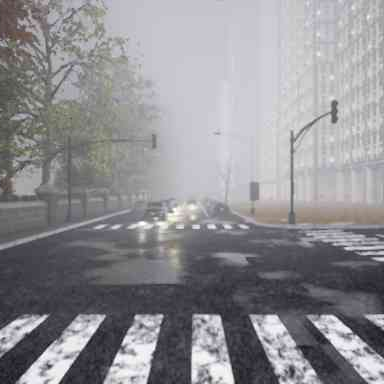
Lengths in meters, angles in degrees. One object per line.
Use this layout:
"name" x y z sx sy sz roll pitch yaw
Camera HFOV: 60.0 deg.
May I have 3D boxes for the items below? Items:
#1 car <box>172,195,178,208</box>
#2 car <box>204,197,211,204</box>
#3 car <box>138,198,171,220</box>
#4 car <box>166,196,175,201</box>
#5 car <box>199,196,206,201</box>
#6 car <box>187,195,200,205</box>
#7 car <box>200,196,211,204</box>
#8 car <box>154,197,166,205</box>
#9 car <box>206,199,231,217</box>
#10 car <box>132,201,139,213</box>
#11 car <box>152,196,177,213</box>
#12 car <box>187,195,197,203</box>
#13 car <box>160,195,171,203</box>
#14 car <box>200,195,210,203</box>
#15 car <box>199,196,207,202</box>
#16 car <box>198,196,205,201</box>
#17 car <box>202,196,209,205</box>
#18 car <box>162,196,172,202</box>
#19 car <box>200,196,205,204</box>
"car" -3.073 1.580 48.767 1.812 1.442 4.674 0 0 0
"car" 2.695 1.604 37.435 1.947 1.339 4.313 0 0 0
"car" -3.096 1.532 28.484 1.837 1.490 4.892 0 0 0
"car" -5.679 1.677 88.127 1.887 1.381 4.507 0 0 0
"car" 2.701 1.714 88.126 1.802 1.307 4.206 0 0 0
"car" 0.006 1.673 59.119 1.895 1.301 4.718 0 0 0
"car" 2.699 1.524 65.598 1.967 1.590 4.097 0 0 0
"car" -5.682 1.598 59.797 1.752 1.417 4.829 0 0 0
"car" 2.694 1.597 31.803 1.947 1.339 4.313 0 0 0
"car" -5.685 1.619 37.436 1.802 1.307 4.206 0 0 0
"car" -3.093 1.543 37.882 1.837 1.490 4.892 0 0 0
"car" 0.007 1.481 69.089 1.837 1.490 4.892 0 0 0
"car" -5.680 1.535 71.230 1.967 1.590 4.097 0 0 0
"car" 2.700 1.536 71.229 1.967 1.590 4.097 0 0 0
"car" 2.700 1.670 82.494 2.008 1.369 4.403 0 0 0
"car" 2.702 1.728 93.759 1.802 1.307 4.206 0 0 0
"car" 2.696 1.611 43.068 1.947 1.339 4.313 0 0 0
"car" -5.681 1.652 76.863 1.887 1.381 4.507 0 0 0
"car" 2.698 1.618 59.966 1.887 1.381 4.507 0 0 0
